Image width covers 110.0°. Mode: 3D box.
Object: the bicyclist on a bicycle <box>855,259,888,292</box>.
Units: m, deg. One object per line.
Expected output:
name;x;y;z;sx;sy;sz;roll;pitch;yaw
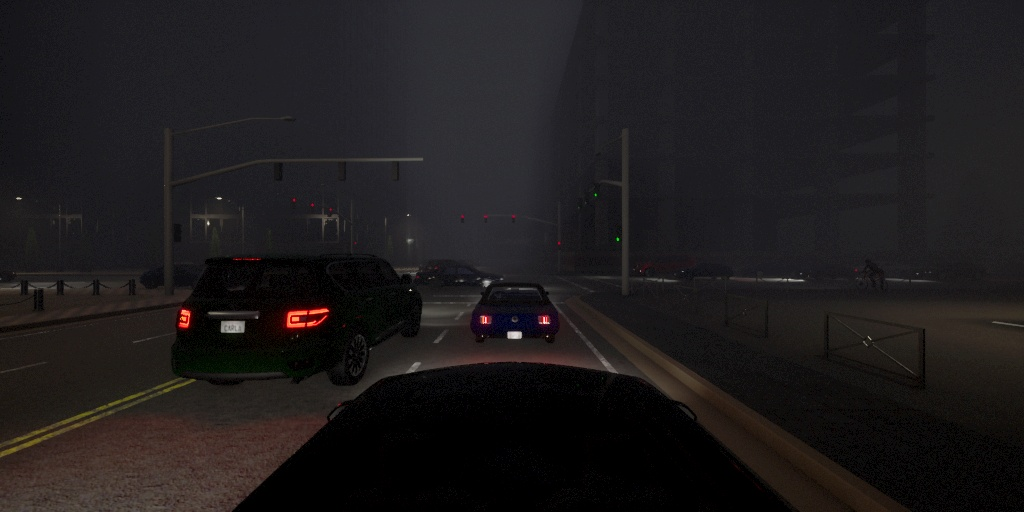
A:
bicyclist on a bicycle;18.322;0.998;18.298;0.582;1.620;1.656;0;0;0

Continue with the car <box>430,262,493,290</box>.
car;-3.152;1.269;21.900;5.357;1.411;2.033;0;0;-1

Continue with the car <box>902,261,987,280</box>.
car;35.595;1.199;29.336;4.892;1.490;1.837;0;0;0

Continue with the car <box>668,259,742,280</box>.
car;15.637;1.220;29.250;4.674;1.442;1.812;0;0;0

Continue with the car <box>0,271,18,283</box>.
car;-38.065;1.295;25.146;4.718;1.301;1.895;0;0;1

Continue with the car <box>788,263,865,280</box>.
car;25.601;1.258;29.310;4.181;1.385;1.994;0;0;0

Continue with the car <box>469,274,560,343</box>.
car;0.075;1.351;9.644;1.895;1.301;4.718;0;0;0

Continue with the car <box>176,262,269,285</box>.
car;-20.159;1.172;25.145;5.008;1.535;1.882;0;0;-1

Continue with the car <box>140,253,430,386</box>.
car;-3.441;0.971;7.129;2.150;2.045;5.566;0;0;0

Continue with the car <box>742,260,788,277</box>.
car;23.647;1.172;32.801;5.008;1.535;1.882;0;0;-1

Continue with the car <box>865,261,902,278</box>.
car;33.642;1.220;32.831;4.674;1.442;1.812;0;0;0

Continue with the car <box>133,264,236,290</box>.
car;-19.456;1.220;21.410;4.674;1.442;1.812;0;0;4

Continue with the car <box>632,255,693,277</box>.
car;13.918;0.917;32.766;5.566;2.045;2.150;0;0;0

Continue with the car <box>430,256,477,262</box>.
car;-5.705;1.073;31.995;2.097;1.767;4.553;0;0;36

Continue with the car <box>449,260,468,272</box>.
car;-7.123;1.255;48.531;1.837;1.490;4.892;0;0;0
